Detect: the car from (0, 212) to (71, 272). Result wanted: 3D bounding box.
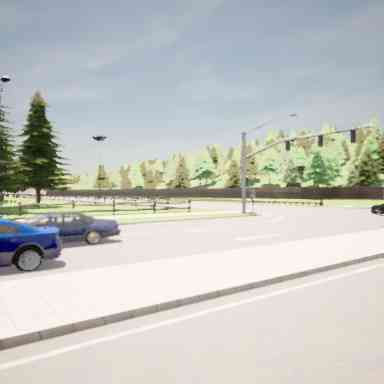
[{"bbox_3d":[-6.272,1.478,9.267,5.008,1.535,1.882,0,0,-35],"label":"car"}]

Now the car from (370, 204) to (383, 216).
[{"bbox_3d":[18.464,1.396,29.326,1.882,1.535,5.008,0,0,-36],"label":"car"}]

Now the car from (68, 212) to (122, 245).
[{"bbox_3d":[-5.711,1.540,13.921,5.357,1.411,2.033,0,0,-35],"label":"car"}]
